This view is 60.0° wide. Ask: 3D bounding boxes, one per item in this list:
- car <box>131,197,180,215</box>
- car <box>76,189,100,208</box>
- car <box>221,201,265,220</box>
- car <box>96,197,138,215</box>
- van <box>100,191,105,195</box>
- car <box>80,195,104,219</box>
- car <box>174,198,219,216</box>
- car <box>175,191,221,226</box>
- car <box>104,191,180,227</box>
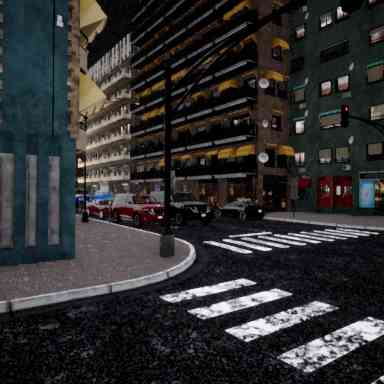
[{"bbox_3d":[-3.480,1.190,30.550,2.033,1.411,5.357,1,0,-36],"label":"car"},{"bbox_3d":[-12.913,0.669,38.171,2.150,2.045,5.566,1,0,-35],"label":"car"},{"bbox_3d":[3.597,1.353,25.174,1.947,1.339,4.313,2,0,-36],"label":"car"},{"bbox_3d":[-6.762,1.201,29.616,1.895,1.301,4.718,1,0,-36],"label":"car"},{"bbox_3d":[-12.697,0.725,47.760,1.690,1.788,3.998,2,0,-36],"label":"van"},{"bbox_3d":[-6.480,1.182,24.819,1.887,1.381,4.507,2,0,-36],"label":"car"},{"bbox_3d":[0.337,1.288,29.691,1.802,1.307,4.206,2,0,-36],"label":"car"},{"bbox_3d":[-0.941,0.966,21.551,2.150,2.045,5.566,1,0,-36],"label":"car"},{"bbox_3d":[-3.214,1.033,20.302,2.192,1.841,5.009,2,0,-36],"label":"car"}]
